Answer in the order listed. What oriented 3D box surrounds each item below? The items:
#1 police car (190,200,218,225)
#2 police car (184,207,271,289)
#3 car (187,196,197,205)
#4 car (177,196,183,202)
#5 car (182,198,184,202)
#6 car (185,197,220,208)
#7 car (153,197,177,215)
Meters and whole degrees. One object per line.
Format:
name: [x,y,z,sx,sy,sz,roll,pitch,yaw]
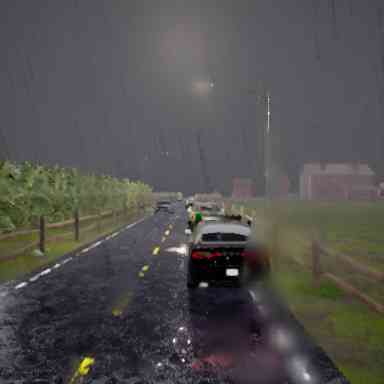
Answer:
police car: [0.808,1.456,25.369,1.930,1.638,5.238,0,0,0]
police car: [0.819,1.436,9.369,1.930,1.638,5.238,0,0,0]
car: [-0.042,1.616,64.047,1.882,1.535,5.008,0,0,0]
car: [-2.800,1.659,76.104,2.033,1.411,5.357,0,0,0]
car: [-0.001,1.681,47.574,1.895,1.301,4.718,0,0,1]
car: [0.812,1.374,19.229,2.097,1.767,4.553,0,0,0]
car: [-2.869,1.549,34.888,1.837,1.490,4.892,0,0,0]
